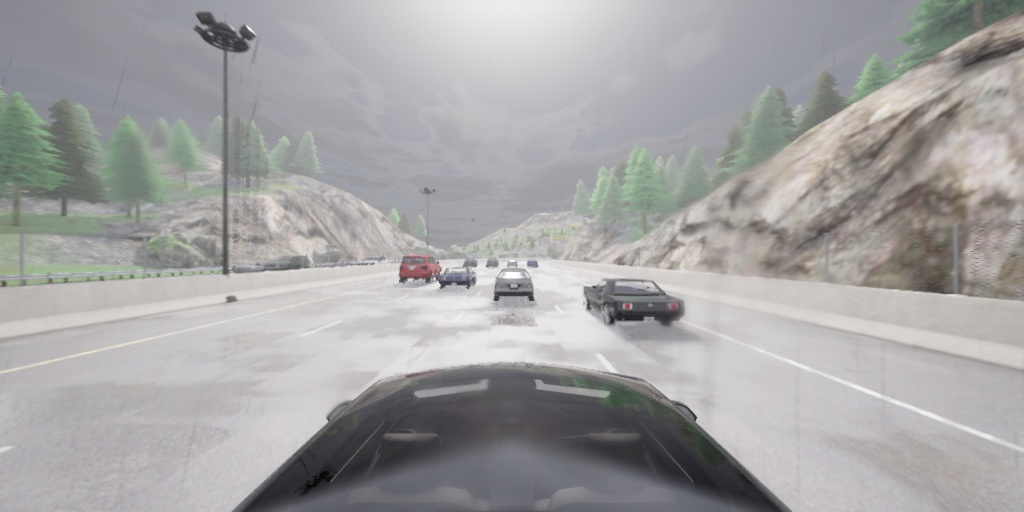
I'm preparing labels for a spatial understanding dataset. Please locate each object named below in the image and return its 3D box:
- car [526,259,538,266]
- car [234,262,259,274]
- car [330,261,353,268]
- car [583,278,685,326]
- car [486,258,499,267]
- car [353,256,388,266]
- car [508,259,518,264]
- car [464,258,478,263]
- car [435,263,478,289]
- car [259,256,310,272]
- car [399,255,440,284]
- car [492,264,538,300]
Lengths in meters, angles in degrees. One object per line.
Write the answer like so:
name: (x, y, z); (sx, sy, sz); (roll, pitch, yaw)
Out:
car: (3.598, 1.227, 64.348); (1.882, 1.535, 5.008); (0, 0, 0)
car: (-28.067, 1.351, 39.613); (1.895, 1.301, 4.718); (0, 0, 0)
car: (-21.060, 1.313, 44.971); (1.994, 1.385, 4.181); (0, 0, 0)
car: (3.598, 1.351, 11.614); (1.895, 1.301, 4.718); (0, 0, 0)
car: (-3.403, 1.101, 64.245); (2.097, 1.767, 4.553); (0, 0, 0)
car: (-17.552, 0.967, 45.620); (2.150, 2.045, 5.566); (0, 0, 1)
car: (0.100, 1.297, 64.368); (2.033, 1.411, 5.357); (0, 0, 0)
car: (-6.902, 1.102, 60.863); (2.097, 1.767, 4.553); (0, 0, 0)
car: (-3.401, 1.351, 23.270); (1.895, 1.301, 4.718); (0, 0, 0)
car: (-24.571, 0.972, 39.477); (2.150, 2.045, 5.566); (0, 0, 0)
car: (-6.904, 0.971, 27.404); (2.150, 2.045, 5.566); (0, 0, 0)
car: (0.084, 1.298, 17.481); (2.033, 1.411, 5.357); (0, 0, 0)
